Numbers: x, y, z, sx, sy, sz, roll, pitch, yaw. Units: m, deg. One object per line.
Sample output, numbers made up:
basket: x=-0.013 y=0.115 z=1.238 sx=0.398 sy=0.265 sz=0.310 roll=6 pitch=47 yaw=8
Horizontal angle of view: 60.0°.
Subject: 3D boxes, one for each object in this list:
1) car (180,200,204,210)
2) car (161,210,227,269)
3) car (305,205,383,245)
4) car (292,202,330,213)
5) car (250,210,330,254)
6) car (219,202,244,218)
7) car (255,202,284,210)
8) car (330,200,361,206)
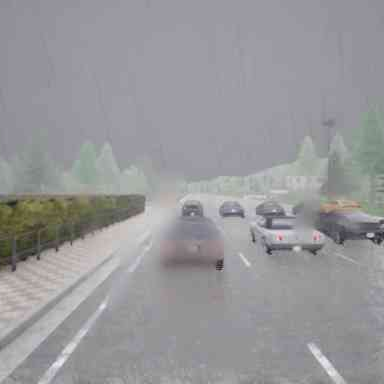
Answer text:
car: x=0.034 y=1.510 z=29.932 sx=1.837 sy=1.490 sz=4.892 roll=0 pitch=0 yaw=0
car: x=0.040 y=1.549 z=11.135 sx=2.033 sy=1.411 sz=5.357 roll=0 pitch=0 yaw=1
car: x=7.068 y=1.527 z=15.455 sx=1.812 sy=1.442 sz=4.674 roll=0 pitch=0 yaw=0
car: x=10.569 y=1.568 z=30.405 sx=1.994 sy=1.385 sz=4.181 roll=0 pitch=0 yaw=0
car: x=3.558 y=1.603 z=13.416 sx=1.895 sy=1.301 sz=4.718 roll=0 pitch=0 yaw=0
car: x=3.571 y=1.568 z=30.538 sx=1.994 sy=1.385 sz=4.181 roll=0 pitch=0 yaw=0
car: x=7.069 y=1.568 z=30.442 sx=1.994 sy=1.385 sz=4.181 roll=0 pitch=0 yaw=0
car: x=14.074 y=1.481 z=31.400 sx=1.882 sy=1.535 sz=5.008 roll=0 pitch=0 yaw=0
